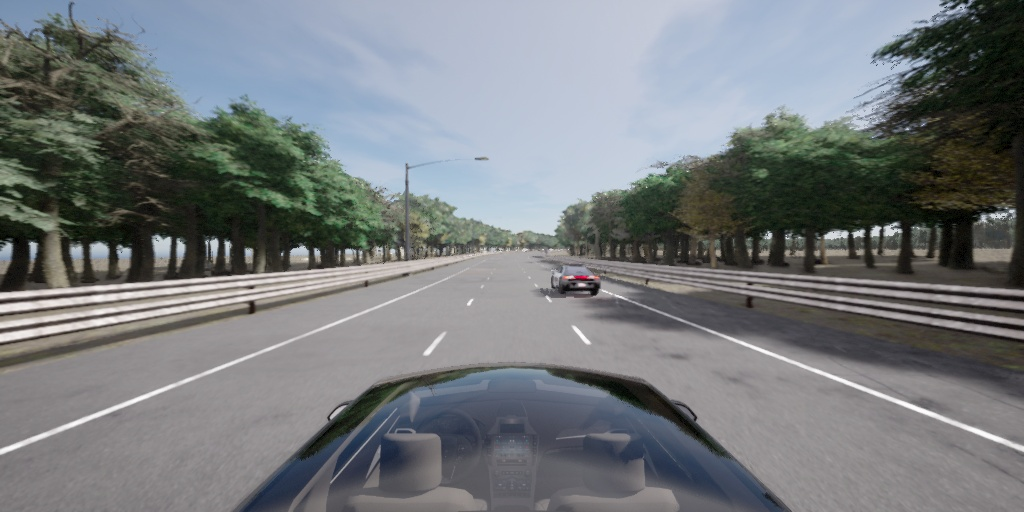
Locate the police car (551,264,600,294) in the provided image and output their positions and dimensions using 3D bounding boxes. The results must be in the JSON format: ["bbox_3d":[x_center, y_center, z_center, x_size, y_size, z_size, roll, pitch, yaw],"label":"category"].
[{"bbox_3d":[3.378,1.234,19.951,2.038,1.542,4.974,0,0,-1],"label":"police car"}]
